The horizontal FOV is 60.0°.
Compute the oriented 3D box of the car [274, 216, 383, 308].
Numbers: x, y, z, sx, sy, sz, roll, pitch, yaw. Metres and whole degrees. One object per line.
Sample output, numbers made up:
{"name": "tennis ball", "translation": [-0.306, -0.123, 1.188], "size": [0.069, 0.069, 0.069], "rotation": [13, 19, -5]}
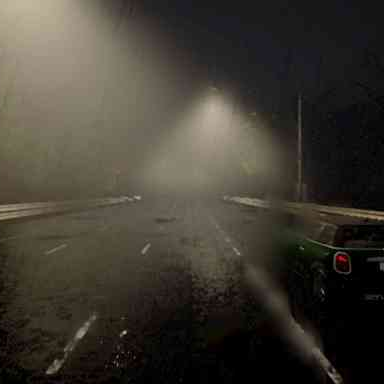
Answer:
{"name": "car", "translation": [3.478, 1.344, 8.062], "size": [2.097, 1.767, 4.553], "rotation": [0, 0, -1]}
